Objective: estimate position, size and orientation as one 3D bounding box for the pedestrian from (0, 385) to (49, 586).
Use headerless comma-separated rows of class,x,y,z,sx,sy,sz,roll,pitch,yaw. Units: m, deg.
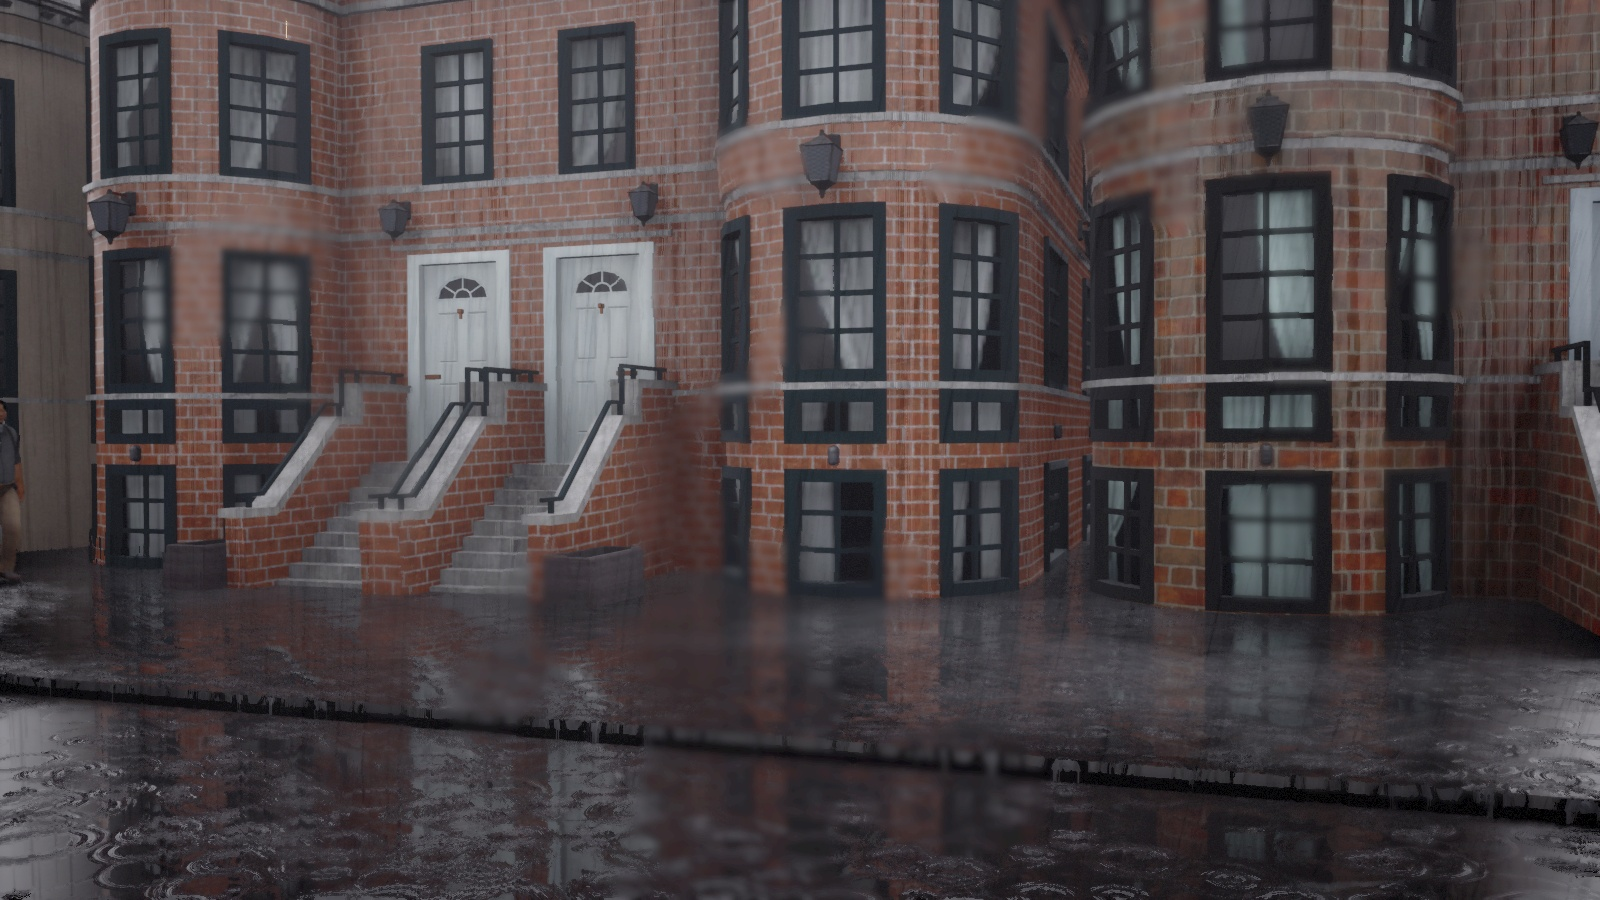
pedestrian,-7.567,0.318,11.850,0.694,1.848,0.540,1,1,28
